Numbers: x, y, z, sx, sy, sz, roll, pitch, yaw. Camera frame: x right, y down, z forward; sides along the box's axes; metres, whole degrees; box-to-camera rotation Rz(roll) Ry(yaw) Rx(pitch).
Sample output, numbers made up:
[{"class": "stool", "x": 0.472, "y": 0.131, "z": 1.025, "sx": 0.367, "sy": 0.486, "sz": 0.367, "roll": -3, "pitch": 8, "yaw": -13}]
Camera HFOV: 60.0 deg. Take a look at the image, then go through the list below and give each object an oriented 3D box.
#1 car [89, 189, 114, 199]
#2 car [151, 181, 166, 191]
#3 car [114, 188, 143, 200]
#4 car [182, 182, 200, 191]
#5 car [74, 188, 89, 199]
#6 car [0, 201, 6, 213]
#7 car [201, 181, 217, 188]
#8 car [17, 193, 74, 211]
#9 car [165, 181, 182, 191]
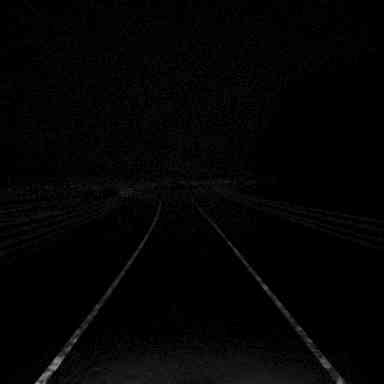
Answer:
[{"class": "car", "x": -11.698, "y": 0.240, "z": 46.485, "sx": 2.033, "sy": 1.411, "sz": 5.357, "roll": 0, "pitch": 3, "yaw": 16}, {"class": "car", "x": -6.929, "y": -1.236, "z": 76.311, "sx": 2.097, "sy": 1.767, "sz": 4.553, "roll": 0, "pitch": 2, "yaw": 16}, {"class": "car", "x": -8.329, "y": 0.237, "z": 45.537, "sx": 1.812, "sy": 1.442, "sz": 4.674, "roll": 0, "pitch": 3, "yaw": 16}, {"class": "car", "x": -0.178, "y": -1.057, "z": 74.462, "sx": 1.837, "sy": 1.490, "sz": 4.892, "roll": 0, "pitch": 2, "yaw": 16}, {"class": "car", "x": -15.067, "y": 0.201, "z": 47.435, "sx": 1.812, "sy": 1.442, "sz": 4.674, "roll": 0, "pitch": 3, "yaw": 16}, {"class": "car", "x": -17.301, "y": 1.059, "z": 26.601, "sx": 1.882, "sy": 1.535, "sz": 5.008, "roll": 0, "pitch": 3, "yaw": 16}, {"class": "car", "x": 4.709, "y": -1.792, "z": 91.803, "sx": 2.128, "sy": 1.511, "sz": 4.902, "roll": 0, "pitch": 2, "yaw": 16}, {"class": "car", "x": -12.958, "y": 0.921, "z": 29.113, "sx": 1.882, "sy": 1.535, "sz": 5.008, "roll": 0, "pitch": 3, "yaw": 16}, {"class": "car", "x": -3.539, "y": -1.352, "z": 75.436, "sx": 2.150, "sy": 2.045, "sz": 5.566, "roll": 0, "pitch": 2, "yaw": 16}]
